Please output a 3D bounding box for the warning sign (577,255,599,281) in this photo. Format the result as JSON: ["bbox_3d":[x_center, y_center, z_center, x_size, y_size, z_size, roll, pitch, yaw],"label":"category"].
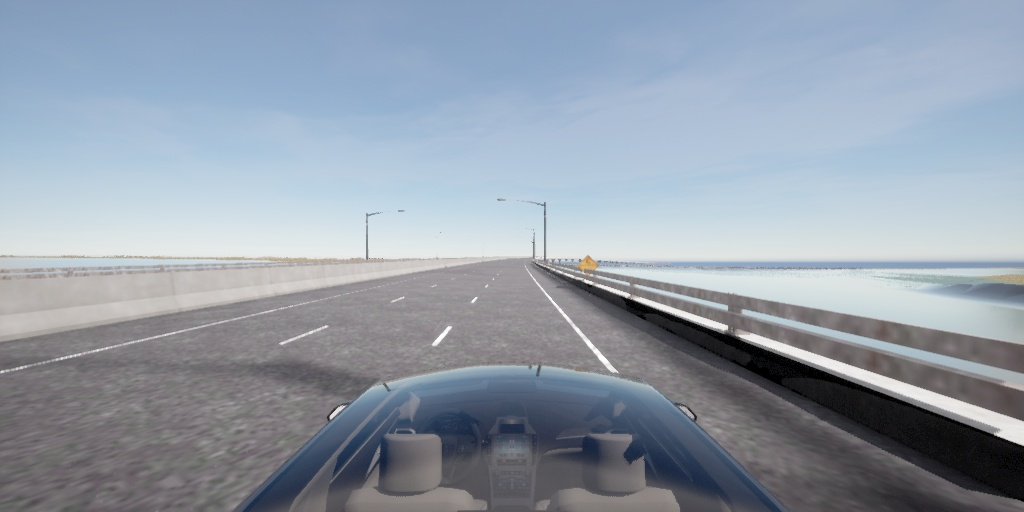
[{"bbox_3d":[4.623,0.867,21.680,1.300,1.860,1.060,0,0,0],"label":"warning sign"}]
